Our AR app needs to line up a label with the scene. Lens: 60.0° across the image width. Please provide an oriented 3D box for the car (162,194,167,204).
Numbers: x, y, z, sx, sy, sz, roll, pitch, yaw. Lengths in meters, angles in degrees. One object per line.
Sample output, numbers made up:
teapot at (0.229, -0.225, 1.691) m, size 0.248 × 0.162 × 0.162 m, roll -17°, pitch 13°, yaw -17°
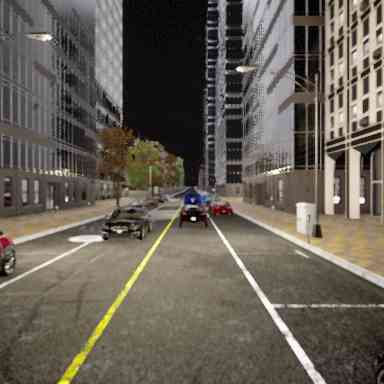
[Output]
car at (-5.717, 1.367, 58.550) m, size 1.947 × 1.339 × 4.313 m, roll 0°, pitch 0°, yaw 0°

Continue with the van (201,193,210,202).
van at (2.741, 1.063, 69.950) m, size 1.690 × 1.788 × 3.998 m, roll 0°, pitch 0°, yaw 0°

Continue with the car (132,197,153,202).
car at (-5.708, 1.453, 35.745) m, size 2.008 × 1.369 × 4.403 m, roll 0°, pitch 0°, yaw 0°

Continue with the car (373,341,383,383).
car at (2.689, 1.561, 1.561) m, size 1.947 × 1.339 × 4.313 m, roll 0°, pitch 0°, yaw 0°

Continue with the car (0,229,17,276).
car at (-5.695, 1.420, 7.255) m, size 1.967 × 1.590 × 4.097 m, roll 0°, pitch 0°, yaw 0°

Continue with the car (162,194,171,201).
car at (-5.854, 1.194, 77.179) m, size 1.752 × 1.417 × 4.829 m, roll 0°, pitch 0°, yaw 0°

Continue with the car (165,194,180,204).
car at (-3.081, 1.407, 57.741) m, size 1.895 × 1.301 × 4.718 m, roll 0°, pitch 0°, yaw 1°

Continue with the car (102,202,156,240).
car at (-3.107, 1.459, 16.663) m, size 1.837 × 1.490 × 4.892 m, roll 0°, pitch 0°, yaw 0°

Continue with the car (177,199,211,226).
car at (0.087, 1.463, 22.665) m, size 1.812 × 1.442 × 4.674 m, roll 0°, pitch 0°, yaw 0°

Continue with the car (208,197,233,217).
car at (2.675, 1.462, 30.050) m, size 1.887 × 1.381 × 4.507 m, roll 0°, pitch 0°, yaw 0°

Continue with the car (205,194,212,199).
car at (2.668, 1.414, 47.149) m, size 2.008 × 1.369 × 4.403 m, roll 0°, pitch 0°, yaw 0°

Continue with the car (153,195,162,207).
car at (-5.713, 1.407, 47.145) m, size 1.887 × 1.381 × 4.507 m, roll 0°, pitch 0°, yaw 0°

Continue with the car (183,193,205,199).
car at (0.080, 1.108, 41.106) m, size 2.150 × 2.045 × 5.566 m, roll 0°, pitch 0°, yaw 0°

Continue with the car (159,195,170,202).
car at (-5.803, 1.287, 69.946) m, size 1.947 × 1.339 × 4.313 m, roll 0°, pitch 0°, yaw 0°

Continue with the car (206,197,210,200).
car at (2.672, 1.484, 35.748) m, size 1.802 × 1.307 × 4.206 m, roll 0°, pitch 0°, yaw 0°
